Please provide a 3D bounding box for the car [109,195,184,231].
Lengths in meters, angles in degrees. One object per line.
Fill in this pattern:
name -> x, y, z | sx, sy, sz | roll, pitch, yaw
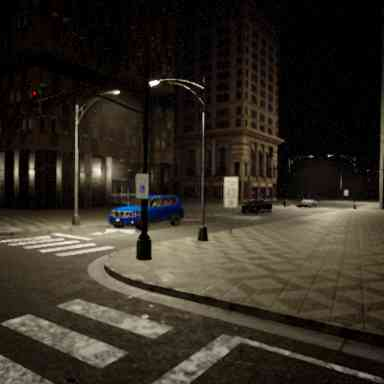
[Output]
car -> -2.735, 1.227, 21.355 | 2.150, 2.045, 5.566 | 1, 1, 33

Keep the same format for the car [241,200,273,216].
car -> 6.836, 1.589, 34.833 | 1.882, 1.535, 5.008 | 1, 0, 35

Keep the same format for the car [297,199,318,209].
car -> 17.271, 1.804, 49.399 | 2.033, 1.411, 5.357 | 1, 0, 35
